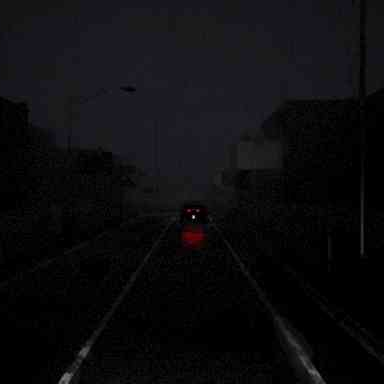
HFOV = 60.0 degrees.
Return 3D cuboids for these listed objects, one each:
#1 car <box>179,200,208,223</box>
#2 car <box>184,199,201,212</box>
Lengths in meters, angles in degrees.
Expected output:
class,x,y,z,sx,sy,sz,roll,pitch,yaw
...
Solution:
class,x,y,z,sx,sy,sz,roll,pitch,yaw
car,0.094,1.437,24.443,1.837,1.490,4.892,0,-1,0
car,0.083,1.640,41.296,1.994,1.385,4.181,-1,1,0
